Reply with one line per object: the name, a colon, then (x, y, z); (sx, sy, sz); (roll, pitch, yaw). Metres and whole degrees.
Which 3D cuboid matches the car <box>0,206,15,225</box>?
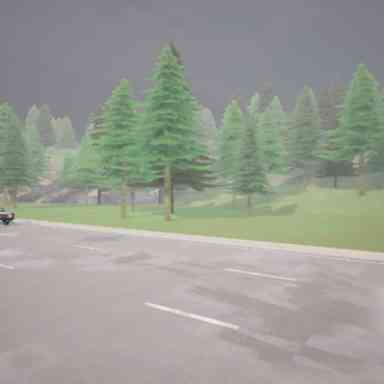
car: (-13.981, 1.569, 22.444); (4.718, 1.301, 1.895); (0, 0, 36)
